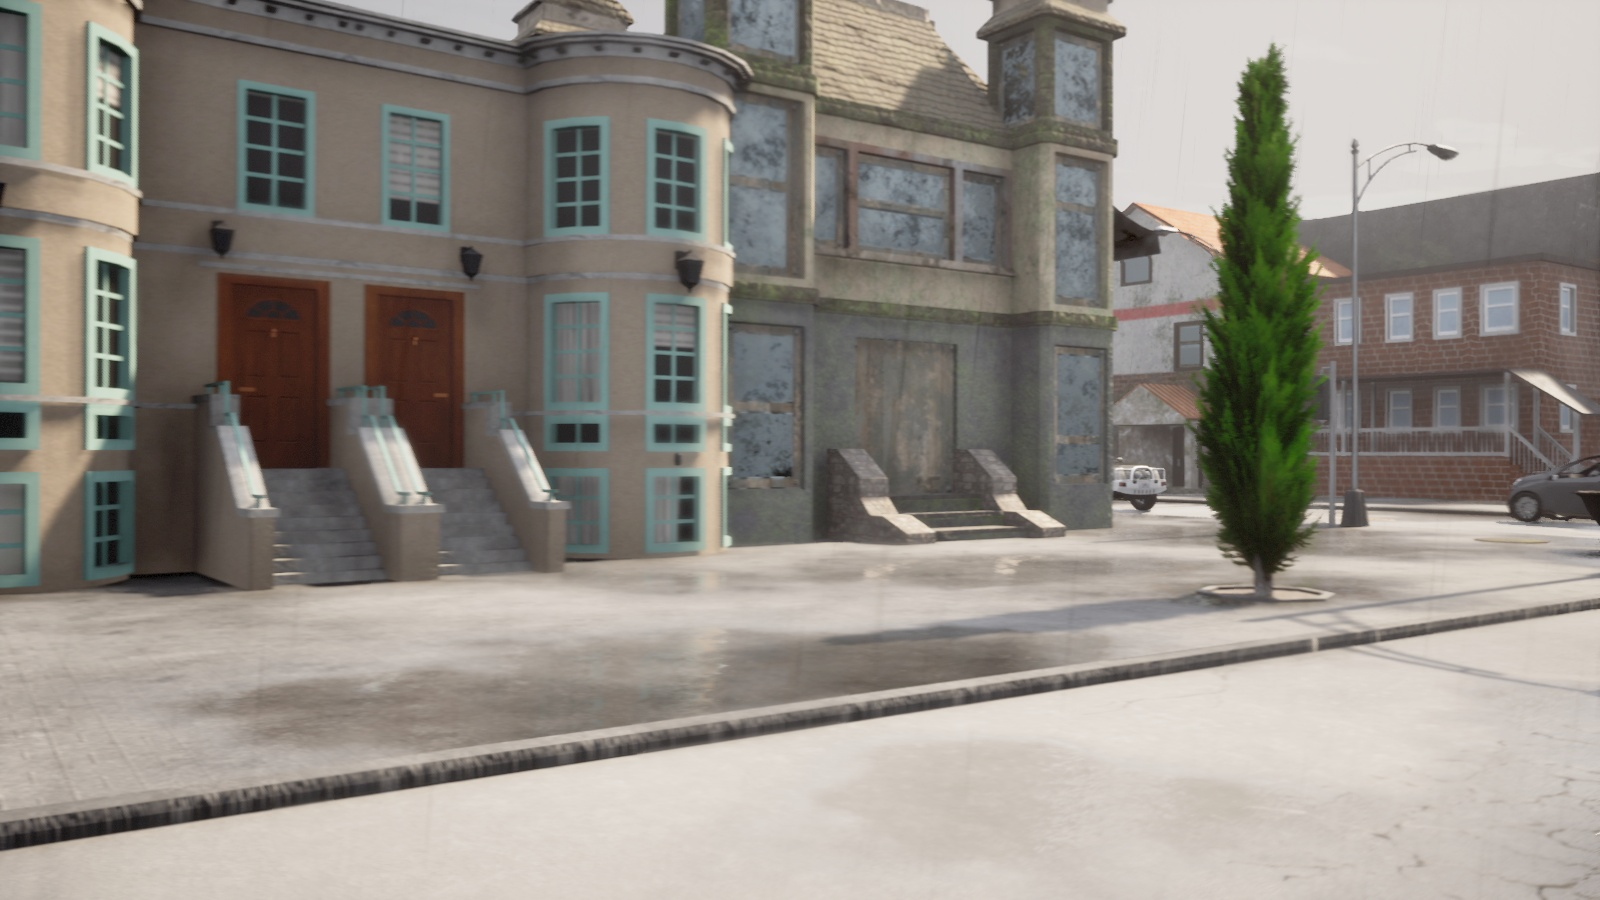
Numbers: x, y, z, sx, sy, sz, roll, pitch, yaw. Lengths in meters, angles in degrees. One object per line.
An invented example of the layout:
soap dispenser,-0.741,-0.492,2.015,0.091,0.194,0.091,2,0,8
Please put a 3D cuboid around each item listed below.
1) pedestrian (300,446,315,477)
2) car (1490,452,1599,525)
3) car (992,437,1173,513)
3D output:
pedestrian,-30.014,0.706,76.505,0.634,1.844,0.899,0,0,-37
car,16.893,0.788,26.503,1.845,1.501,3.633,0,0,-31
car,7.377,0.627,33.278,1.932,1.855,4.605,0,0,-34
